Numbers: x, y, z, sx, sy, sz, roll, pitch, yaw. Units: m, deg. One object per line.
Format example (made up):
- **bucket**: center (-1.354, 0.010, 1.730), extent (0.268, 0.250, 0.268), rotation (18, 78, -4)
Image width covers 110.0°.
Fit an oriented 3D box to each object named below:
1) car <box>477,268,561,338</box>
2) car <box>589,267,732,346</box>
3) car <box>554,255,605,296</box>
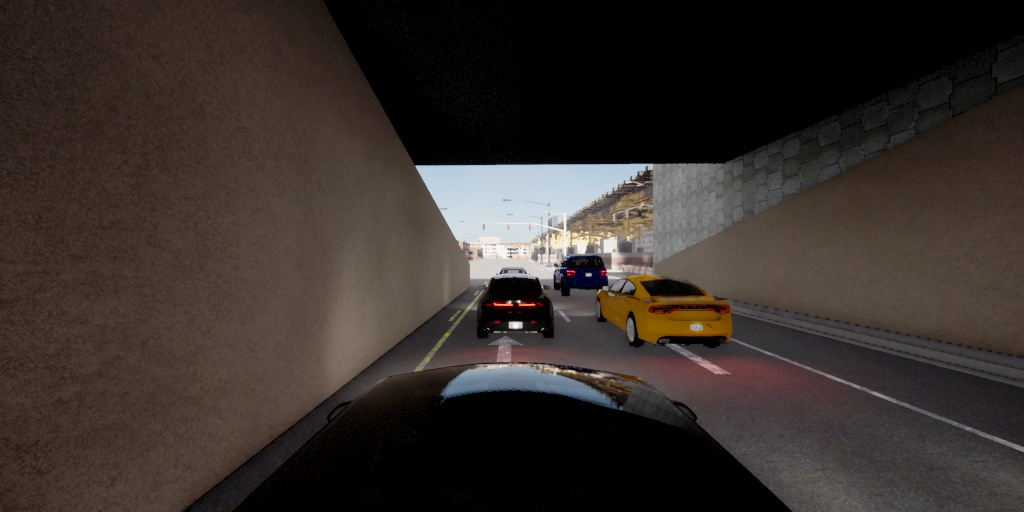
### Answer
- **car**: center (0.076, 1.255, 10.211), extent (1.837, 1.490, 4.892), rotation (0, 0, 0)
- **car**: center (3.573, 1.228, 9.413), extent (1.882, 1.535, 5.008), rotation (0, 0, 0)
- **car**: center (3.567, 0.971, 19.382), extent (2.150, 2.045, 5.566), rotation (0, 0, 0)
